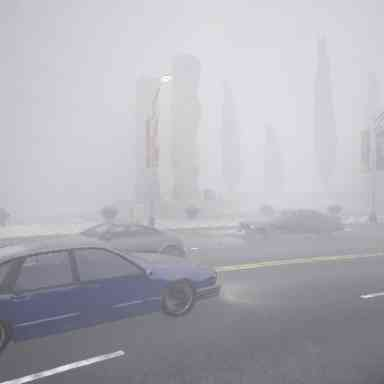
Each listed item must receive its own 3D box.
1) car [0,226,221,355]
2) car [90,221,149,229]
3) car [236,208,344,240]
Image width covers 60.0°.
[{"bbox_3d":[-2.083,1.546,5.760,5.357,1.411,2.033,0,0,-33],"label":"car"},{"bbox_3d":[-2.281,1.561,9.755,4.181,1.385,1.994,0,0,-29],"label":"car"},{"bbox_3d":[5.004,1.544,16.829,5.357,1.411,2.033,0,0,-17],"label":"car"}]
